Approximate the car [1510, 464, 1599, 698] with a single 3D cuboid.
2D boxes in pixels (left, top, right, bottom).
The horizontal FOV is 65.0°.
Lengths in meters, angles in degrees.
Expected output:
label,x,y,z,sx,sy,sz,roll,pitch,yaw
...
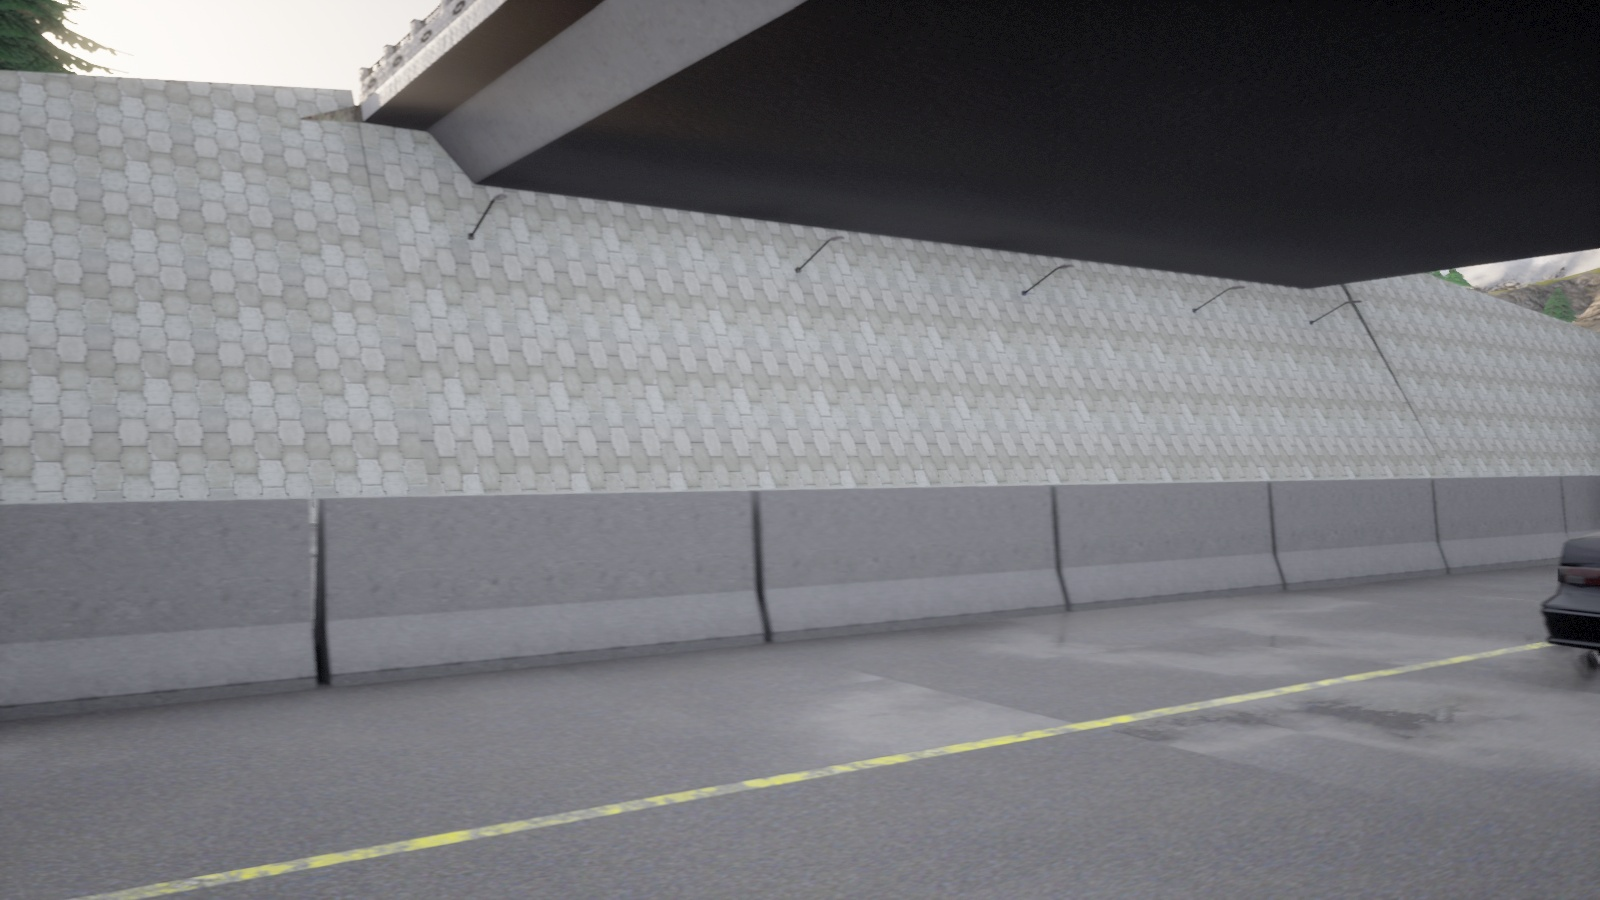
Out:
label,x,y,z,sx,sy,sz,roll,pitch,yaw
car,7.347,0.798,8.772,5.357,1.411,2.033,0,0,-35
